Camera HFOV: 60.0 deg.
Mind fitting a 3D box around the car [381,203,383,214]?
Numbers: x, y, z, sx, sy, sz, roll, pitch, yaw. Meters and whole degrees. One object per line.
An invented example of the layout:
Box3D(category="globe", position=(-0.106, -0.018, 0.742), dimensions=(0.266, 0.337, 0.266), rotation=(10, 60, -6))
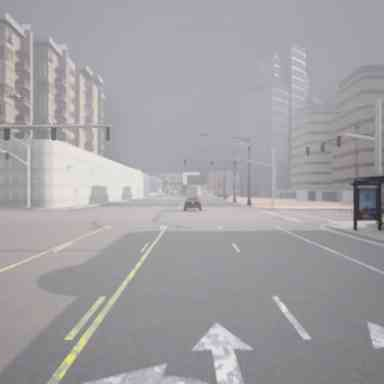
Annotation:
Box3D(category="car", position=(19.568, 1.449, 30.227), dimensions=(4.892, 1.490, 1.837), rotation=(0, 0, 0))

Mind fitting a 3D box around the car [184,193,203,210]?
Box3D(category="car", position=(0.099, 1.274, 40.628), dimensions=(2.097, 1.767, 4.553), rotation=(0, 0, 0))
